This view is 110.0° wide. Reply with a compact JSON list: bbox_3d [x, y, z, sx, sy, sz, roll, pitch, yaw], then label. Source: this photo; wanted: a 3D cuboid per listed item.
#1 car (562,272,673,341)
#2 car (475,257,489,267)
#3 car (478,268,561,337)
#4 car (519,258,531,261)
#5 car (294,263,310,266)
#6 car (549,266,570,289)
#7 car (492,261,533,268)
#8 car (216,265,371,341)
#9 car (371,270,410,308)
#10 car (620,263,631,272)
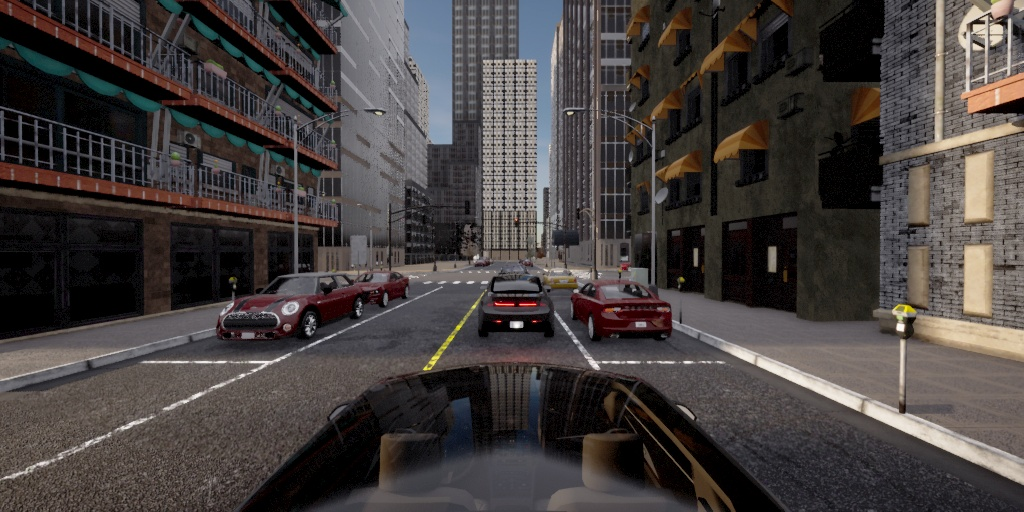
[{"bbox_3d":[2.696,1.294,9.702,1.888,1.381,4.507,0,0,0],"label":"car"},{"bbox_3d":[-5.644,1.291,64.282,1.888,1.381,4.507,0,0,0],"label":"car"},{"bbox_3d":[0.106,1.253,10.253,1.837,1.490,4.892,0,0,0],"label":"car"},{"bbox_3d":[2.736,1.186,64.275,1.967,1.591,4.097,0,0,0],"label":"car"},{"bbox_3d":[-23.806,1.494,39.590,4.097,1.591,1.967,0,0,0],"label":"car"},{"bbox_3d":[2.704,1.273,20.919,1.751,1.417,4.829,0,0,0],"label":"car"},{"bbox_3d":[0.113,1.239,20.386,2.128,1.511,4.902,0,0,0],"label":"car"},{"bbox_3d":[-5.686,1.188,9.722,1.967,1.591,4.097,0,0,0],"label":"car"},{"bbox_3d":[-5.682,1.293,15.246,1.888,1.381,4.507,0,0,0],"label":"car"},{"bbox_3d":[14.291,1.005,39.882,4.507,1.381,1.888,0,0,0],"label":"car"}]
